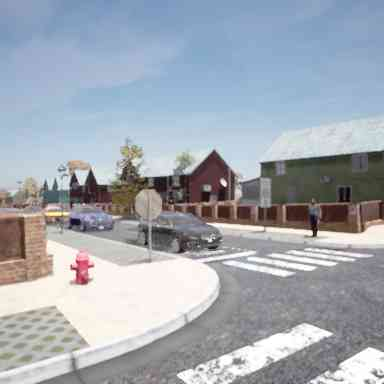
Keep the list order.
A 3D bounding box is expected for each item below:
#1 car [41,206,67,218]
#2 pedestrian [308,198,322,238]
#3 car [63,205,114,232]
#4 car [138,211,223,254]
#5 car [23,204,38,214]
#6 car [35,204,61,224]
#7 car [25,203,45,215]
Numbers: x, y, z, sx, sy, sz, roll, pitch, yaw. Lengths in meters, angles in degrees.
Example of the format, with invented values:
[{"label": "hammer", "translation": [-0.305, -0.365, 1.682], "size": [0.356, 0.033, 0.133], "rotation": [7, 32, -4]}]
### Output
[{"label": "car", "translation": [-18.162, 2.607, 43.725], "size": [2.033, 1.411, 5.357], "rotation": [0, -2, -35]}, {"label": "pedestrian", "translation": [5.692, 1.175, 15.488], "size": [0.375, 1.860, 0.375], "rotation": [-2, 1, -36]}, {"label": "car", "translation": [-7.156, 1.771, 23.341], "size": [2.097, 1.767, 4.553], "rotation": [0, -2, -36]}, {"label": "car", "translation": [-0.682, 1.615, 14.168], "size": [1.837, 1.490, 4.892], "rotation": [0, -2, -34]}, {"label": "car", "translation": [-19.228, 2.505, 40.243], "size": [1.837, 1.490, 4.892], "rotation": [0, -2, -35]}, {"label": "car", "translation": [-13.178, 2.186, 31.742], "size": [1.882, 1.535, 5.008], "rotation": [0, -2, -35]}, {"label": "car", "translation": [-25.636, 2.773, 54.143], "size": [2.097, 1.767, 4.553], "rotation": [0, -2, -36]}]
